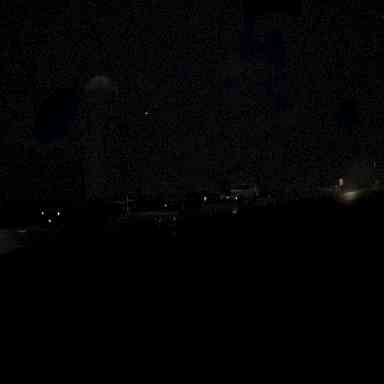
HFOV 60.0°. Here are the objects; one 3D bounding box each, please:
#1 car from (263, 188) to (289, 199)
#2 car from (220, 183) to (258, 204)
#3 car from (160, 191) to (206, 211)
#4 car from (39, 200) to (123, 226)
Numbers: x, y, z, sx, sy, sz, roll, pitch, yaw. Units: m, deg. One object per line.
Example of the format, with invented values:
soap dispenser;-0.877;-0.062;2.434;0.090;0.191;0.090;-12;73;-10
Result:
car;11.387;0.113;44.633;2.033;1.411;5.357;-1;1;36
car;5.183;0.116;35.982;2.150;2.045;5.566;-1;1;36
car;-0.656;0.727;27.774;1.837;1.490;4.892;-1;1;35
car;-6.398;1.159;19.622;1.895;1.301;4.718;-1;1;34
